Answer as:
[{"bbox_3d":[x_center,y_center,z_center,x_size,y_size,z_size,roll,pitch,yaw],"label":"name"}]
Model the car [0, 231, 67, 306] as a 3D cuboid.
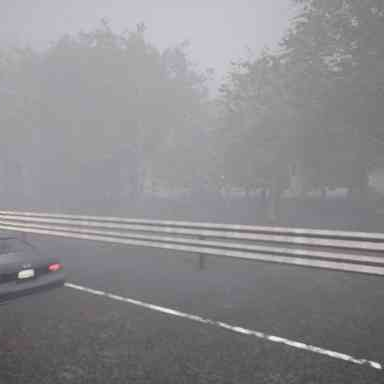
[{"bbox_3d":[-5.149,1.585,7.640,5.357,1.411,2.033,0,0,35],"label":"car"}]
